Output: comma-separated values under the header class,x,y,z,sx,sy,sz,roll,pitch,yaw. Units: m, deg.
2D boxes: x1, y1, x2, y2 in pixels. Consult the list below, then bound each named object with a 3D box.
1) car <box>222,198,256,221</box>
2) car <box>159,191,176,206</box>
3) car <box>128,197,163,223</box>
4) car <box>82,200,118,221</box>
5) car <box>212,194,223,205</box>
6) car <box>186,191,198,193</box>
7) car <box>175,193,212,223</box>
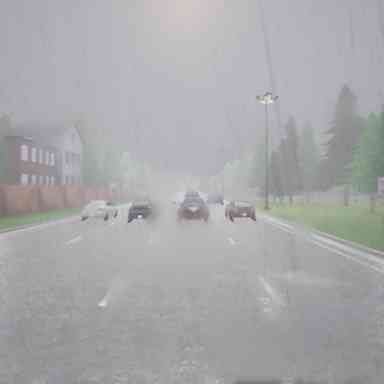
class,x,y,z,sx,sy,sz,roll,pitch,yaw
car,3.591,1.358,25.129,1.812,1.442,4.674,0,0,0
car,-3.479,0.907,47.688,2.150,2.045,5.566,0,1,0
car,-3.397,1.344,24.105,1.837,1.490,4.892,0,0,0
car,-6.909,1.358,25.145,1.812,1.442,4.674,0,0,0
car,3.543,1.019,49.868,2.097,1.767,4.553,0,0,1
car,0.020,0.908,47.658,2.150,2.045,5.566,0,1,0
car,0.104,1.193,23.758,2.097,1.767,4.553,0,0,0
